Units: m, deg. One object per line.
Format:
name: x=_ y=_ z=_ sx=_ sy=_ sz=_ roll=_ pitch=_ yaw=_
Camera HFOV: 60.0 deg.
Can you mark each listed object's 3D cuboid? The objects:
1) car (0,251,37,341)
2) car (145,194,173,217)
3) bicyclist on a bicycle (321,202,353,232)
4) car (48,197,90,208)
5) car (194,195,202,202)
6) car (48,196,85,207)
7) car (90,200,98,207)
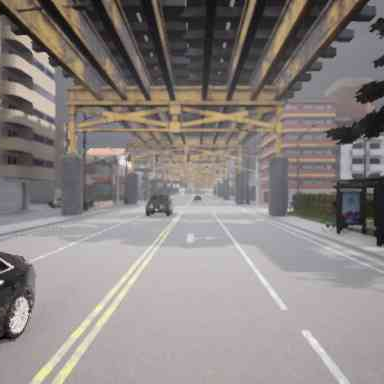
car: x=-3.555 y=1.489 z=3.702 sx=1.837 sy=1.490 sz=4.892 roll=0 pitch=0 yaw=1
car: x=-2.998 y=1.214 z=31.598 sx=2.150 sy=2.045 sz=5.566 roll=0 pitch=0 yaw=1
bicyclist on a bicycle: x=7.674 y=1.342 z=17.592 sx=1.656 sy=1.620 sz=0.582 roll=0 pitch=0 yaw=1
car: x=-16.350 y=1.384 z=43.469 sx=4.974 sy=1.542 sz=2.038 roll=0 pitch=0 yaw=26
car: x=1.359 y=1.508 z=78.797 sx=1.837 sy=1.490 sz=4.892 roll=0 pitch=0 yaw=1
car: x=-16.396 y=1.226 z=43.491 sx=4.536 sy=1.218 sz=1.853 roll=0 pitch=0 yaw=26
car: x=-15.951 y=1.386 z=47.621 sx=4.974 sy=1.542 sz=2.038 roll=0 pitch=0 yaw=-19
